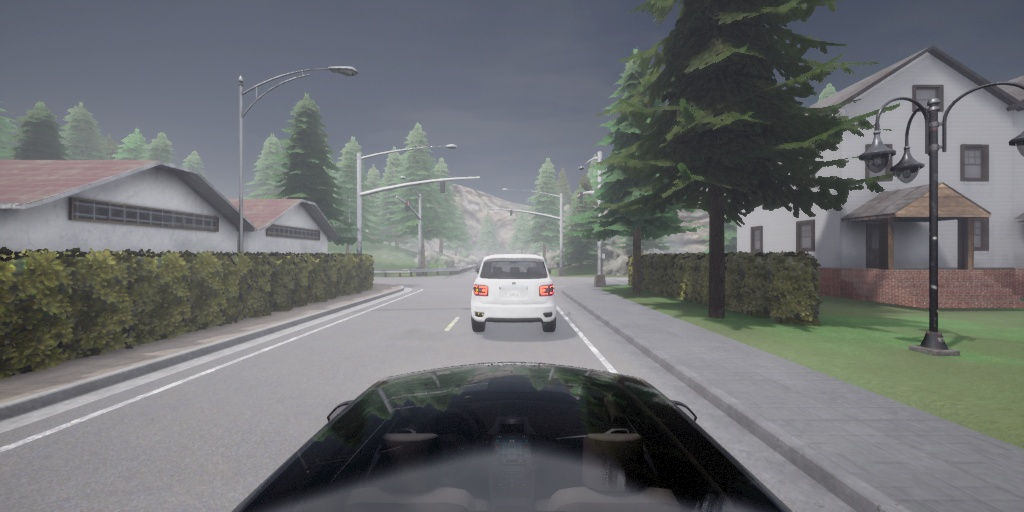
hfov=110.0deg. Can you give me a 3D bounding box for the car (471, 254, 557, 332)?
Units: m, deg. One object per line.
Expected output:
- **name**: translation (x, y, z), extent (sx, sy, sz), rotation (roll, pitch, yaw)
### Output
- **car**: translation (0.058, 0.971, 10.960), extent (2.150, 2.045, 5.566), rotation (0, 0, 0)

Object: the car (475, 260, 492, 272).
- **car**: translation (-3.629, 1.254, 46.033), extent (1.837, 1.490, 4.892), rotation (0, 0, 0)

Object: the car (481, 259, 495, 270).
- **car**: translation (-3.634, 1.276, 55.270), extent (1.812, 1.442, 4.674), rotation (0, 0, 0)
